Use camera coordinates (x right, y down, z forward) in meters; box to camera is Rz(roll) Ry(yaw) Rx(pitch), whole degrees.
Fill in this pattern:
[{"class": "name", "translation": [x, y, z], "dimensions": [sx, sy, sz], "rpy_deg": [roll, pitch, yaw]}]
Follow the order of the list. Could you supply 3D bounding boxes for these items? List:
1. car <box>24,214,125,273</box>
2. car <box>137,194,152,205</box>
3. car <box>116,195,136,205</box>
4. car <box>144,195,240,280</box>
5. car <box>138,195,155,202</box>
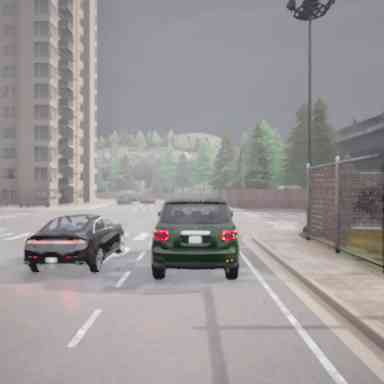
[{"class": "car", "translation": [-3.414, 1.452, 10.526], "dimensions": [2.128, 1.511, 4.902], "rpy_deg": [0, 0, 0]}, {"class": "car", "translation": [-7.149, 1.162, 53.702], "dimensions": [2.097, 1.767, 4.553], "rpy_deg": [0, 0, -1]}, {"class": "car", "translation": [-10.591, 1.319, 52.456], "dimensions": [1.837, 1.490, 4.892], "rpy_deg": [0, 0, 0]}, {"class": "car", "translation": [0.103, 1.179, 10.031], "dimensions": [2.150, 2.045, 5.566], "rpy_deg": [0, -1, 1]}, {"class": "car", "translation": [-9.451, 1.297, 68.658], "dimensions": [2.033, 1.411, 5.357], "rpy_deg": [0, 0, -24]}]
